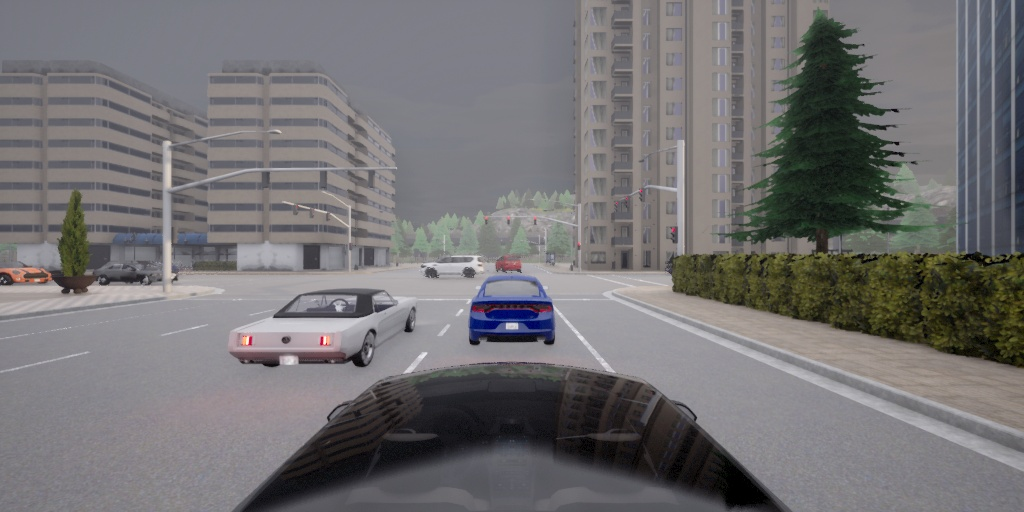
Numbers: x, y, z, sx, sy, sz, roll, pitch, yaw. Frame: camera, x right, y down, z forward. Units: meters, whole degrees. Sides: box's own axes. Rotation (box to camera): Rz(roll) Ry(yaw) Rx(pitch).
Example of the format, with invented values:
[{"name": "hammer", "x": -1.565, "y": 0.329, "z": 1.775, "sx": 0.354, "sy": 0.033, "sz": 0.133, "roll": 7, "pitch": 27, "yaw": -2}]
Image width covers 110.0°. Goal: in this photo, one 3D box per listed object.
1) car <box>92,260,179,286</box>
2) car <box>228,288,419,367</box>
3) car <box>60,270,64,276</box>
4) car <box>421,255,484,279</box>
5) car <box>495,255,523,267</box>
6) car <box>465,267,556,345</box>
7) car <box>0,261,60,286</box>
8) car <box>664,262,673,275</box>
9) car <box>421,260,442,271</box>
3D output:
[{"name": "car", "x": -25.947, "y": 1.240, "z": 24.792, "sx": 4.902, "sy": 1.511, "sz": 2.128, "roll": 0, "pitch": 0, "yaw": 1}, {"name": "car", "x": -3.497, "y": 1.351, "z": 7.855, "sx": 1.895, "sy": 1.301, "sz": 4.718, "roll": 0, "pitch": 0, "yaw": 0}, {"name": "car", "x": -38.615, "y": 1.349, "z": 28.329, "sx": 4.718, "sy": 1.301, "sz": 1.895, "roll": 0, "pitch": 0, "yaw": 0}, {"name": "car", "x": -5.261, "y": 0.970, "z": 31.993, "sx": 5.566, "sy": 2.045, "sz": 2.150, "roll": 0, "pitch": 0, "yaw": 0}, {"name": "car", "x": -0.416, "y": 0.970, "z": 42.612, "sx": 2.150, "sy": 2.045, "sz": 5.566, "roll": -2, "pitch": 0, "yaw": -16}, {"name": "car", "x": -0.004, "y": 1.227, "z": 9.521, "sx": 1.882, "sy": 1.535, "sz": 5.008, "roll": 0, "pitch": 0, "yaw": 0}, {"name": "car", "x": -35.099, "y": 1.101, "z": 24.822, "sx": 4.553, "sy": 1.767, "sz": 2.097, "roll": 0, "pitch": 0, "yaw": 0}, {"name": "car", "x": 18.103, "y": 0.968, "z": 35.469, "sx": 5.566, "sy": 2.045, "sz": 2.150, "roll": 0, "pitch": 0, "yaw": 0}, {"name": "car", "x": -11.010, "y": 1.311, "z": 49.391, "sx": 1.994, "sy": 1.385, "sz": 4.181, "roll": 0, "pitch": 0, "yaw": 0}]
